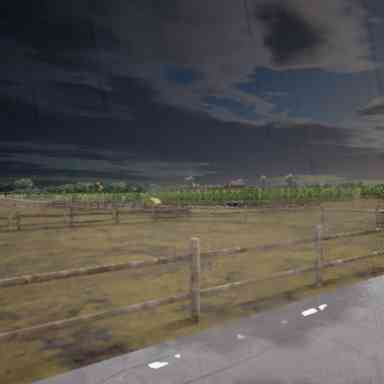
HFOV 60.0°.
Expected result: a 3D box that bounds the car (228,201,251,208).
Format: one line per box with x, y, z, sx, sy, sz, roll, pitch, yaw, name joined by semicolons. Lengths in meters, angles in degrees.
9.276;2.381;64.399;1.895;1.301;4.718;0;-1;-35;car
